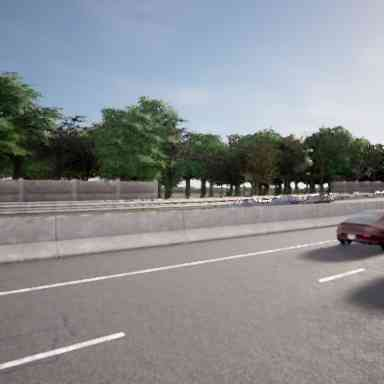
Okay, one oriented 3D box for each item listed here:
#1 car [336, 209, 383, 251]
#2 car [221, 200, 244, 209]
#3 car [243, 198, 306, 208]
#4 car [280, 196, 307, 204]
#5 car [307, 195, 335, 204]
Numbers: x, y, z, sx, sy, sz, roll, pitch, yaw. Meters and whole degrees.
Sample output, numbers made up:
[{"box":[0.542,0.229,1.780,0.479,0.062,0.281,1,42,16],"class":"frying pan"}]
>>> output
[{"box":[7.684,1.427,13.396,4.674,1.442,1.812,-1,0,-35],"class":"car"},{"box":[4.398,1.405,28.384,4.181,1.385,1.994,-1,0,-34],"class":"car"},{"box":[6.355,1.405,25.483,4.181,1.385,1.994,-1,0,-34],"class":"car"},{"box":[11.604,1.201,40.877,4.674,1.442,1.812,-1,1,-37],"class":"car"},{"box":[15.201,1.140,39.933,4.892,1.490,1.837,-1,1,-34],"class":"car"}]
